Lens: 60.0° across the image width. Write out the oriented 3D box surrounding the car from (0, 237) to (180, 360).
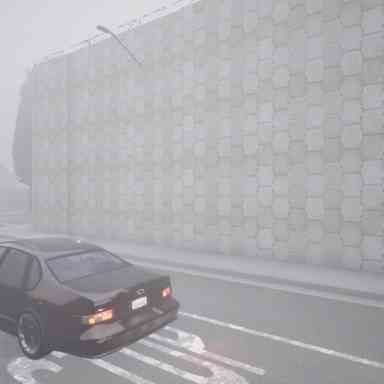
[{"bbox_3d":[-2.760,1.547,5.950,5.357,1.411,2.033,0,0,35],"label":"car"}]
